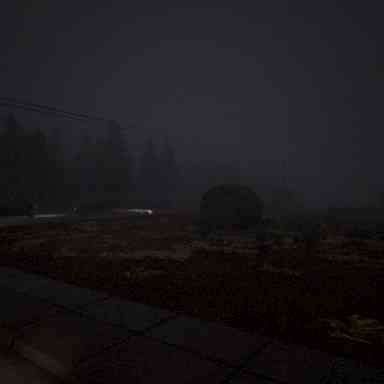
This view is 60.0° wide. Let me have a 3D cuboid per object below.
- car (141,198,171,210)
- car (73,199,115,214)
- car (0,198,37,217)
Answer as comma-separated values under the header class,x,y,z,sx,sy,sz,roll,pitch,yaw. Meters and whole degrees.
class,x,y,z,sx,sy,sz,roll,pitch,yaw
car,-4.660,1.552,44.314,1.812,1.442,4.674,0,0,37
car,-10.618,1.518,36.292,2.128,1.511,4.902,0,0,37
car,-16.065,1.379,28.947,2.097,1.767,4.553,0,0,37
